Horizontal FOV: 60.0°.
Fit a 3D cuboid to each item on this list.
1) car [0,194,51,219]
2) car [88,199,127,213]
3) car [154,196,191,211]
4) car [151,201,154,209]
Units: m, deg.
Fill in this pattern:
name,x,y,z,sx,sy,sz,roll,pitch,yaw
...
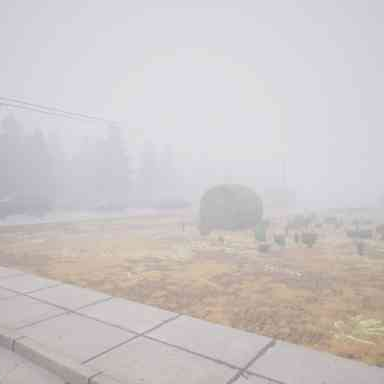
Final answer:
name,x,y,z,sx,sy,sz,roll,pitch,yaw
car,-15.476,1.248,29.693,2.150,2.045,5.566,0,0,36
car,-9.526,1.552,37.740,1.812,1.442,4.674,0,0,37
car,-2.133,1.379,41.546,2.097,1.767,4.553,0,0,36
car,-3.559,1.379,45.816,2.097,1.767,4.553,0,0,37
